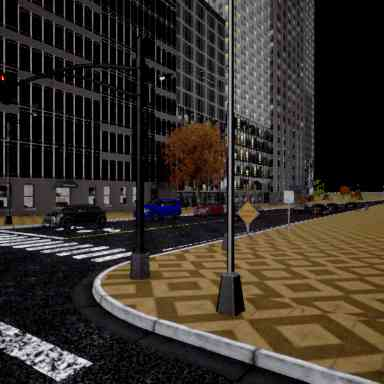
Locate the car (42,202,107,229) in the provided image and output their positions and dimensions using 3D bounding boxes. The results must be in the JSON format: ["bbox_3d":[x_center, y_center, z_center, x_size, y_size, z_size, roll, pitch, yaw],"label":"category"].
[{"bbox_3d":[-8.428,1.648,24.099,2.097,1.767,4.553,0,-1,33],"label":"car"}]

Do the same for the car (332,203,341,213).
[{"bbox_3d":[23.125,2.574,54.687,1.837,1.490,4.892,0,-1,33],"label":"car"}]

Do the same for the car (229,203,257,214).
[{"bbox_3d":[7.589,2.371,48.861,2.033,1.411,5.357,0,-1,33],"label":"car"}]

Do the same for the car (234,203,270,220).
[{"bbox_3d":[6.391,2.154,34.750,2.033,1.411,5.357,0,-1,35],"label":"car"}]

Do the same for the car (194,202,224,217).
[{"bbox_3d":[2.089,1.995,40.403,2.097,1.767,4.553,0,-1,33],"label":"car"}]

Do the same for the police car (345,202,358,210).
[{"bbox_3d":[31.544,2.738,65.819,1.930,1.638,5.238,0,-1,33],"label":"police car"}]

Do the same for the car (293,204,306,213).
[{"bbox_3d":[17.274,2.512,51.628,2.033,1.411,5.357,0,-1,33],"label":"car"}]

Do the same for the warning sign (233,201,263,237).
[{"bbox_3d":[3.127,1.454,18.553,1.300,1.860,1.060,1,1,33],"label":"warning sign"}]

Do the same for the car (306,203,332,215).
[{"bbox_3d":[17.724,2.399,46.298,1.837,1.490,4.892,0,-1,33],"label":"car"}]

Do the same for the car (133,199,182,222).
[{"bbox_3d":[-3.210,1.689,32.191,2.150,2.045,5.566,0,-1,33],"label":"car"}]
